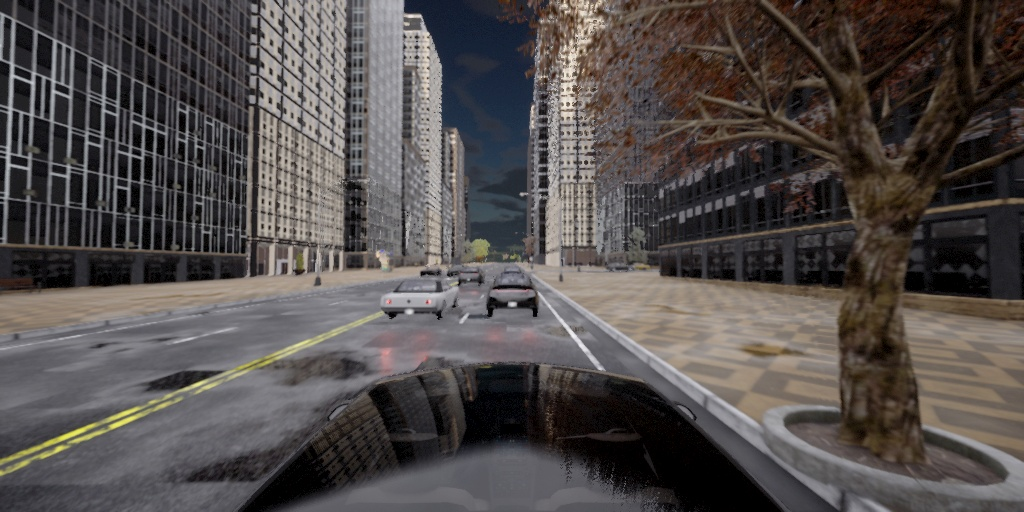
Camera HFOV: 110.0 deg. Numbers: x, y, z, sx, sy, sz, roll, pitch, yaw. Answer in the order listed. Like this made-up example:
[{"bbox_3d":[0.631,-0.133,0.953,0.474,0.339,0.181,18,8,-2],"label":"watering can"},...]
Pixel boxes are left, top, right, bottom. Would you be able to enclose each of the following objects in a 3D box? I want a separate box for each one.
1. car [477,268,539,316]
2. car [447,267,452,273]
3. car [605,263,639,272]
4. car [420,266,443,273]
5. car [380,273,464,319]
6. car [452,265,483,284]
[{"bbox_3d":[0.042,1.403,14.158,2.128,1.511,4.902,0,-1,1],"label":"car"},{"bbox_3d":[-6.552,1.791,42.917,1.837,1.490,4.892,0,-1,0],"label":"car"},{"bbox_3d":[16.682,1.724,55.237,4.403,1.370,2.007,0,0,-1],"label":"car"},{"bbox_3d":[-9.796,1.894,43.559,1.895,1.301,4.718,0,-1,1],"label":"car"},{"bbox_3d":[-3.215,1.504,13.537,1.895,1.301,4.718,0,-1,1],"label":"car"},{"bbox_3d":[-3.209,1.598,29.154,2.128,1.511,4.902,0,-1,1],"label":"car"}]
